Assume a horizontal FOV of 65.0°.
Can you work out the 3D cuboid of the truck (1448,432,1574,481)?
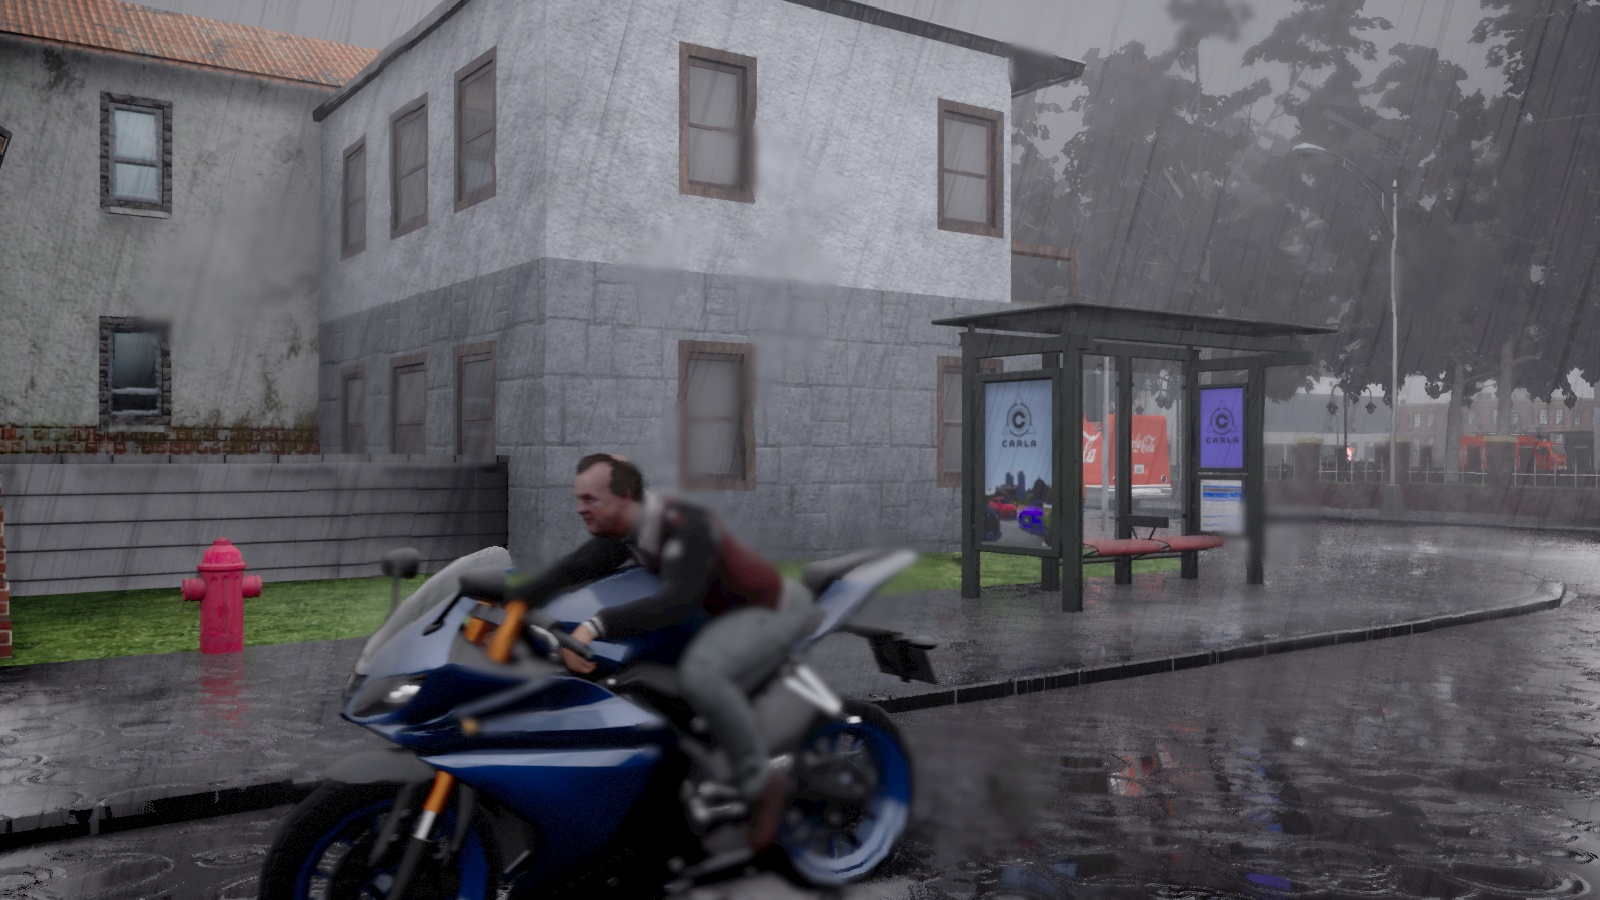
[{"bbox_3d":[37.659,0.341,66.607,2.627,2.467,5.204,0,0,-35],"label":"truck"}]

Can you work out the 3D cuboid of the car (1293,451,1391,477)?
[{"bbox_3d":[32.083,0.815,74.473,2.128,1.511,4.902,0,0,-35],"label":"car"}]

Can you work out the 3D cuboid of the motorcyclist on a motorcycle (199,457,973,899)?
[{"bbox_3d":[-0.575,0.791,3.873,2.191,1.530,0.866,0,0,-35],"label":"motorcyclist on a motorcycle"}]
